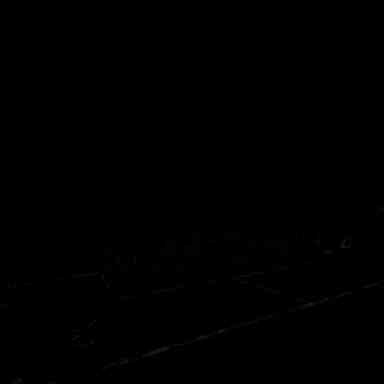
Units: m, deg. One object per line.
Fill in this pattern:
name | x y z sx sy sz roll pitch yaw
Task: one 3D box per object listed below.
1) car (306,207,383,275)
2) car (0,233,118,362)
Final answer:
car | 5.973 1.435 11.036 5.009 1.841 2.192 1 0 -36
car | -3.206 1.439 4.479 4.097 1.590 1.967 1 0 -36
